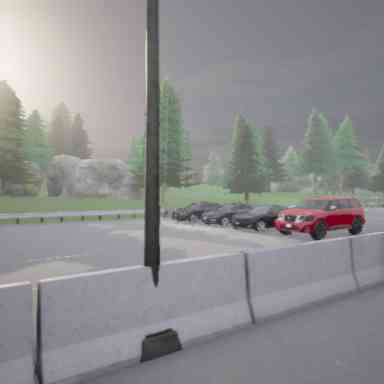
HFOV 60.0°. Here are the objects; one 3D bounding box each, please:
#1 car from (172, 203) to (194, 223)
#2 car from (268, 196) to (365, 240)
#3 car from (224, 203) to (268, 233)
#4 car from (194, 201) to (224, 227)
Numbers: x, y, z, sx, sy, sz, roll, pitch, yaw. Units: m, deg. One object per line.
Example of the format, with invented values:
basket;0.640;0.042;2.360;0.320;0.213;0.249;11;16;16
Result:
car;0.757;1.520;26.005;4.892;1.490;1.837;0;0;-35
car;6.847;1.242;17.453;5.566;2.045;2.150;0;0;-35
car;4.602;1.497;20.150;5.008;1.535;1.882;0;0;-35
car;2.820;1.522;23.178;4.892;1.490;1.837;0;0;-35
